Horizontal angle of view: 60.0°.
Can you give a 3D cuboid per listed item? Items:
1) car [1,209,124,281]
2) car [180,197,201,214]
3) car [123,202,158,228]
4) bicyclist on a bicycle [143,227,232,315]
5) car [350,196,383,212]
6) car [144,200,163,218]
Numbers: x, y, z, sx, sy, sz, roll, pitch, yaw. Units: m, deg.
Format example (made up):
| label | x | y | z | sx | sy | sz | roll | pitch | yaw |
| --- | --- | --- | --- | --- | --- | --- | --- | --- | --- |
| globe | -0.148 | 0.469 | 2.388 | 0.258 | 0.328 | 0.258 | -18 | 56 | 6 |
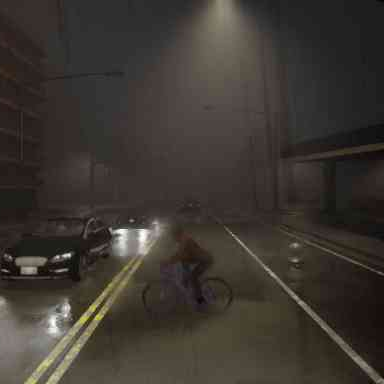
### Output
| label | x | y | z | sx | sy | sz | roll | pitch | yaw |
| --- | --- | --- | --- | --- | --- | --- | --- | --- | --- |
| car | -3.655 | 1.492 | 9.888 | 2.128 | 1.511 | 4.902 | 0 | 0 | 0 |
| car | -0.132 | 1.352 | 35.091 | 2.097 | 1.767 | 4.553 | 0 | 0 | 0 |
| car | -3.651 | 1.564 | 22.134 | 1.994 | 1.385 | 4.181 | 0 | 0 | 0 |
| bicyclist on a bicycle | -0.099 | 1.455 | 6.071 | 1.656 | 1.620 | 0.582 | -2 | 0 | 0 |
| car | 20.051 | 1.295 | 36.677 | 4.611 | 1.667 | 2.242 | 0 | 0 | 1 |
| car | -3.728 | 1.491 | 30.347 | 2.128 | 1.511 | 4.902 | 0 | 0 | 0 |
